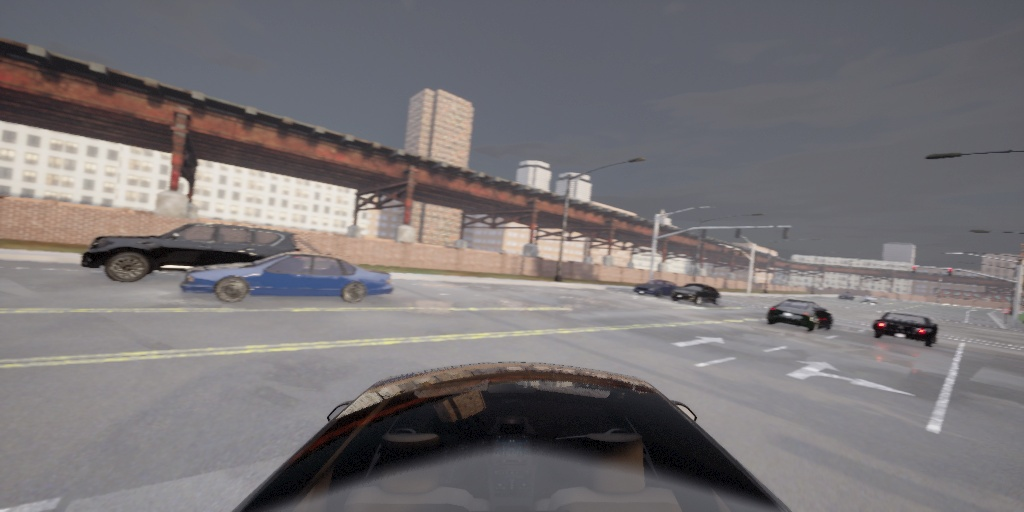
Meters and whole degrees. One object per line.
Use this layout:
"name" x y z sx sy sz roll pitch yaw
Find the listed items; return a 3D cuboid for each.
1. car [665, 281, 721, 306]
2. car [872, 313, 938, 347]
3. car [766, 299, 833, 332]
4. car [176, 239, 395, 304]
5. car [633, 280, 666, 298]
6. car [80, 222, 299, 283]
"car" 13.716 2.801 26.601 4.892 1.490 1.837 7 0 -37
"car" 19.335 3.497 17.554 4.718 1.301 1.895 6 0 -38
"car" 14.910 2.976 18.504 4.181 1.385 1.994 6 0 -38
"car" -6.408 0.607 10.936 5.357 1.411 2.033 6 0 -38
"car" 12.419 2.707 30.011 5.357 1.411 2.033 6 0 -37
"car" -10.331 -0.149 12.273 5.566 2.045 2.150 6 0 -38
